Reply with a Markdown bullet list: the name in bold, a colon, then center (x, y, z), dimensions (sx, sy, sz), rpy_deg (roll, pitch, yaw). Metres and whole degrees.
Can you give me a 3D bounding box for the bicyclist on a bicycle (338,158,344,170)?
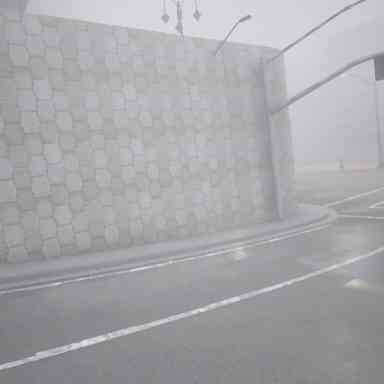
- **bicyclist on a bicycle**: center (20.053, -3.807, 44.844), dimensions (1.656, 1.620, 0.582), rpy_deg (-11, 6, -35)
